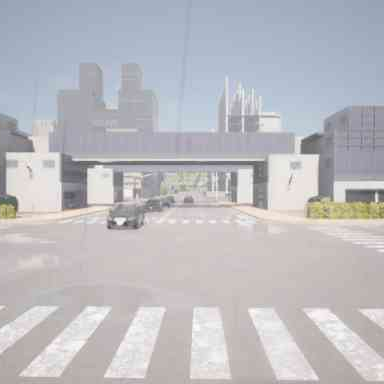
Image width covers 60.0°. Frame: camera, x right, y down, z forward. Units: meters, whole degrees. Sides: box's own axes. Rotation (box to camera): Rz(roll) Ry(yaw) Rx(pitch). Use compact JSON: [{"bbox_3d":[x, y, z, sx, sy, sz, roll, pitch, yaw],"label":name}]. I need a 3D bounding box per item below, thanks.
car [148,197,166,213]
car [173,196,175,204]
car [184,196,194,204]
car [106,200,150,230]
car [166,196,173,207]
[{"bbox_3d":[-4.312,1.520,37.510,1.837,1.490,4.892,0,0,0],"label":"car"},{"bbox_3d":[-4.287,1.521,64.959,1.837,1.490,4.892,0,-1,0],"label":"car"},{"bbox_3d":[-0.663,1.492,66.669,1.882,1.535,5.008,0,0,0],"label":"car"},{"bbox_3d":[-4.170,1.507,21.365,2.128,1.511,4.902,0,0,-2],"label":"car"},{"bbox_3d":[-4.310,1.541,50.515,1.812,1.442,4.674,0,0,0],"label":"car"}]
